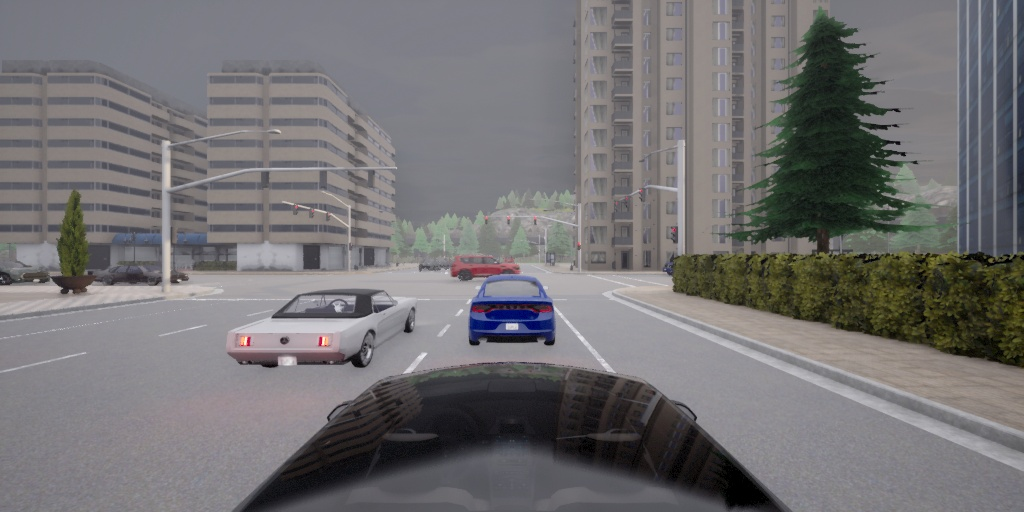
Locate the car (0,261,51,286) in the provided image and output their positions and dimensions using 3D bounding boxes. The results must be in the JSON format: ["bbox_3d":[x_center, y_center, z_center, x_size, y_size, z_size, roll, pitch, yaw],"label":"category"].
[{"bbox_3d":[-35.100,1.104,24.782,4.553,1.767,2.097,0,0,0],"label":"car"}]

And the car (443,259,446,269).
[{"bbox_3d":[-11.083,1.255,56.976,1.837,1.490,4.892,0,0,0],"label":"car"}]

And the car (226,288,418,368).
[{"bbox_3d":[-3.496,1.351,7.815,1.895,1.301,4.718,0,0,0],"label":"car"}]

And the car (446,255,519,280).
[{"bbox_3d":[-2.060,0.971,28.251,5.566,2.045,2.150,0,0,0],"label":"car"}]

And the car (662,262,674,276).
[{"bbox_3d":[17.893,0.971,35.428,5.566,2.045,2.150,0,0,0],"label":"car"}]

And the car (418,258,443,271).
[{"bbox_3d":[-11.011,1.102,47.891,2.097,1.767,4.553,0,0,0],"label":"car"}]

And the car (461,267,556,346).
[{"bbox_3d":[-0.004,1.228,9.481,1.882,1.535,5.008,0,0,0],"label":"car"}]

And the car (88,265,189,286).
[{"bbox_3d":[-25.654,1.297,24.773,5.357,1.411,2.033,0,0,0],"label":"car"}]
